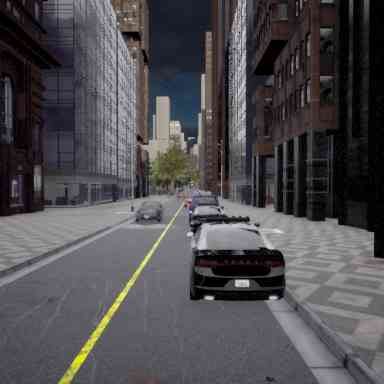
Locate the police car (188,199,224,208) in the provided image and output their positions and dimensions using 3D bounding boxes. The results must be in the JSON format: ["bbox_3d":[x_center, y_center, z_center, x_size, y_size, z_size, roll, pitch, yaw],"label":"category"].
[{"bbox_3d":[0.879,1.414,18.500,1.930,1.638,5.238,0,0,0],"label":"police car"}]

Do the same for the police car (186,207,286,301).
[{"bbox_3d":[0.891,1.421,8.499,1.930,1.638,5.238,0,0,0],"label":"police car"}]

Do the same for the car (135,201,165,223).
[{"bbox_3d":[-3.130,1.487,25.357,1.837,1.490,4.892,0,0,0],"label":"car"}]

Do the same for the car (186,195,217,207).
[{"bbox_3d":[0.873,1.208,24.419,2.150,2.045,5.566,0,0,0],"label":"car"}]

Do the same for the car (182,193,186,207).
[{"bbox_3d":[-0.006,1.302,48.728,2.097,1.767,4.553,0,0,0],"label":"car"}]

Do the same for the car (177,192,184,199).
[{"bbox_3d":[-3.107,1.031,95.279,2.150,2.045,5.566,0,0,0],"label":"car"}]
